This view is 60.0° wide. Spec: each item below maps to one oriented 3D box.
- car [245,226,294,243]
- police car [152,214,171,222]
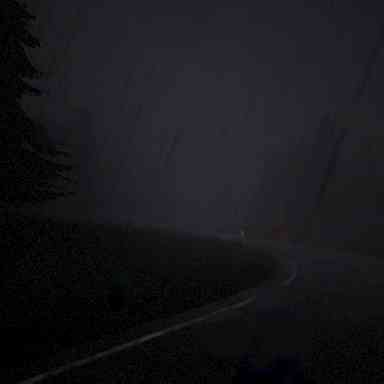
[{"bbox_3d":[6.461,3.585,28.533,1.895,1.301,4.718,5,-4,-24],"label":"car"},{"bbox_3d":[-5.047,4.395,53.675,1.930,1.638,5.238,5,-5,-24],"label":"police car"}]
